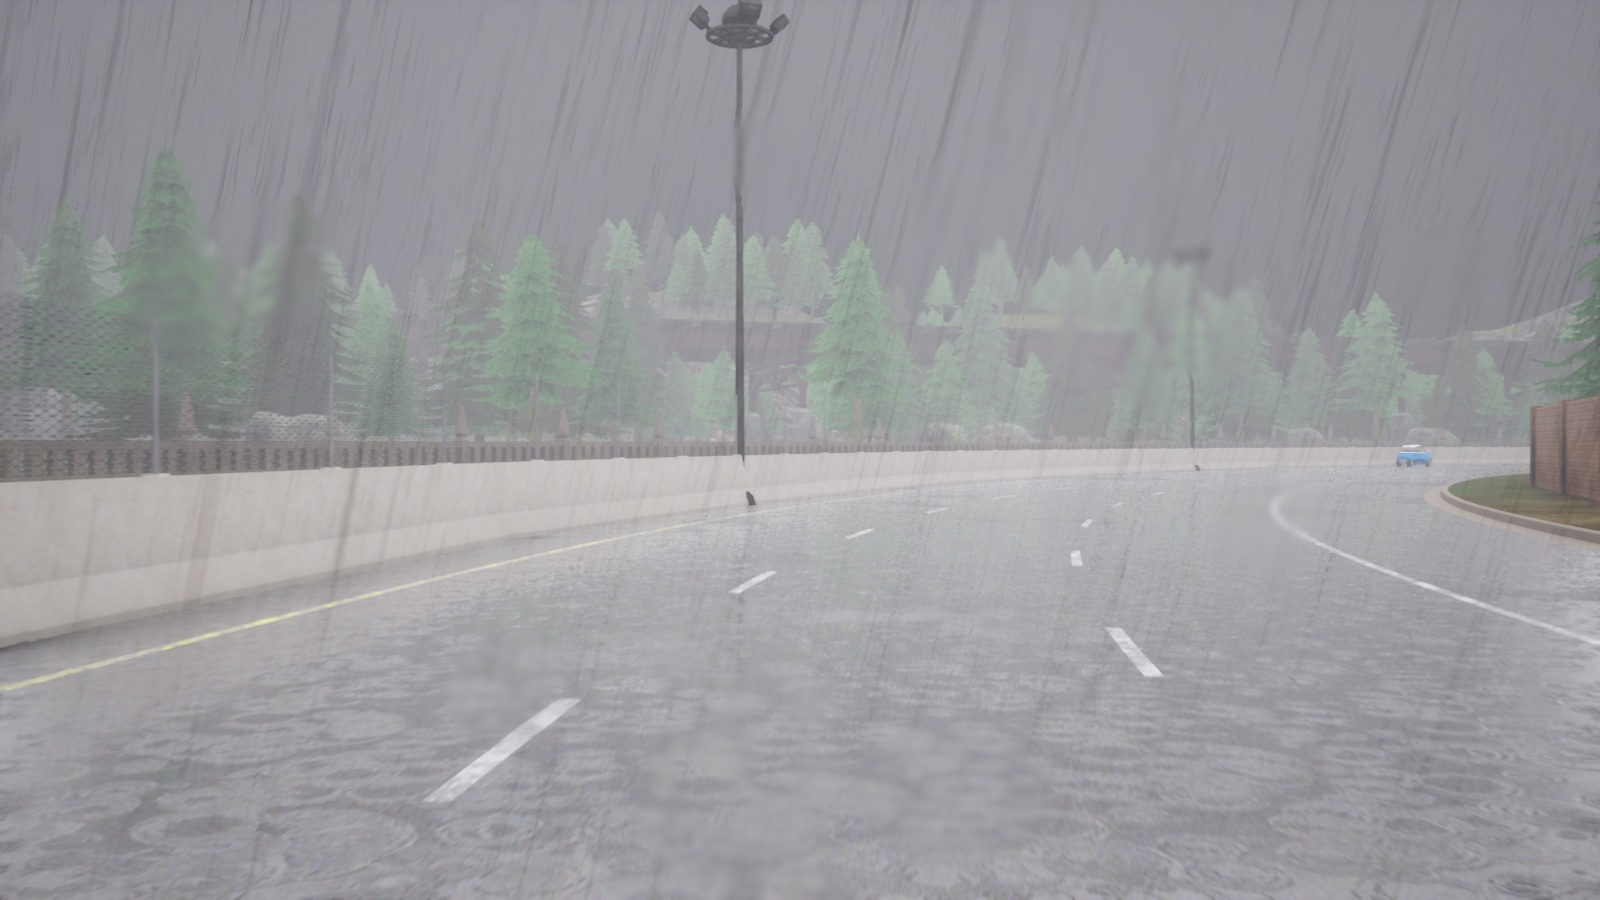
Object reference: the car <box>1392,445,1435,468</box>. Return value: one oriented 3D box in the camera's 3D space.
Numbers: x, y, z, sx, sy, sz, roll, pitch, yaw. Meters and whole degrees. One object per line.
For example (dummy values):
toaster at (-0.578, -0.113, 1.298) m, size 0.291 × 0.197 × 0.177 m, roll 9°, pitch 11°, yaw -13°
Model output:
car at (37.346, 0.411, 76.425) m, size 2.207 × 1.376 × 1.481 m, roll 0°, pitch 0°, yaw -35°
